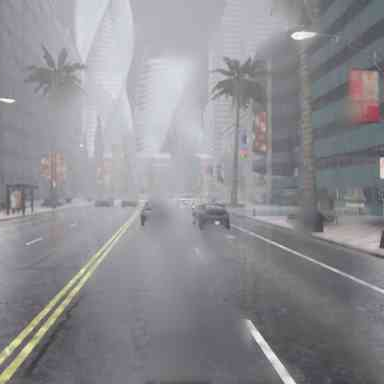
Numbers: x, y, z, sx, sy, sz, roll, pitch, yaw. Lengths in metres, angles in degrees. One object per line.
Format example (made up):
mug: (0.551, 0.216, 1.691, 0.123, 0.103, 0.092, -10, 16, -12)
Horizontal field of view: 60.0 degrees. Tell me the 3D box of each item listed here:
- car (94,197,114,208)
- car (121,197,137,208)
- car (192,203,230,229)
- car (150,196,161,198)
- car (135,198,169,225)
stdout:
car: (-11.999, 1.390, 45.636, 1.882, 1.535, 5.008, 0, 0, -2)
car: (-8.499, 1.390, 45.626, 1.882, 1.535, 5.008, 0, 0, -2)
car: (1.143, 1.463, 21.174, 1.837, 1.490, 4.892, 0, 0, -6)
car: (-4.366, 1.276, 39.801, 2.097, 1.767, 4.553, 0, 0, -6)
car: (-2.662, 1.445, 23.802, 2.128, 1.511, 4.902, 0, 0, -6)
